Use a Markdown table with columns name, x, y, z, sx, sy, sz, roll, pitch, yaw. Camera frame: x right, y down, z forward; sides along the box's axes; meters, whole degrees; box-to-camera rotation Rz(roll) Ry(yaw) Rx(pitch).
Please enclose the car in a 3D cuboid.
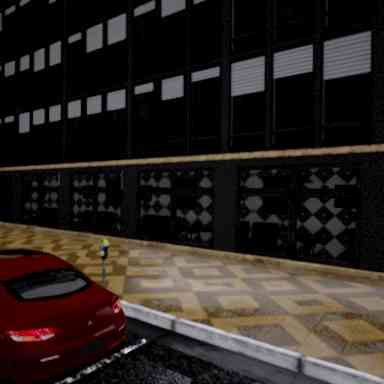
| name | x | y | z | sx | sy | sz | roll | pitch | yaw |
| --- | --- | --- | --- | --- | --- | --- | --- | --- | --- |
| car | -2.763 | 1.499 | 4.796 | 4.206 | 1.307 | 1.802 | 1 | 0 | 35 |
